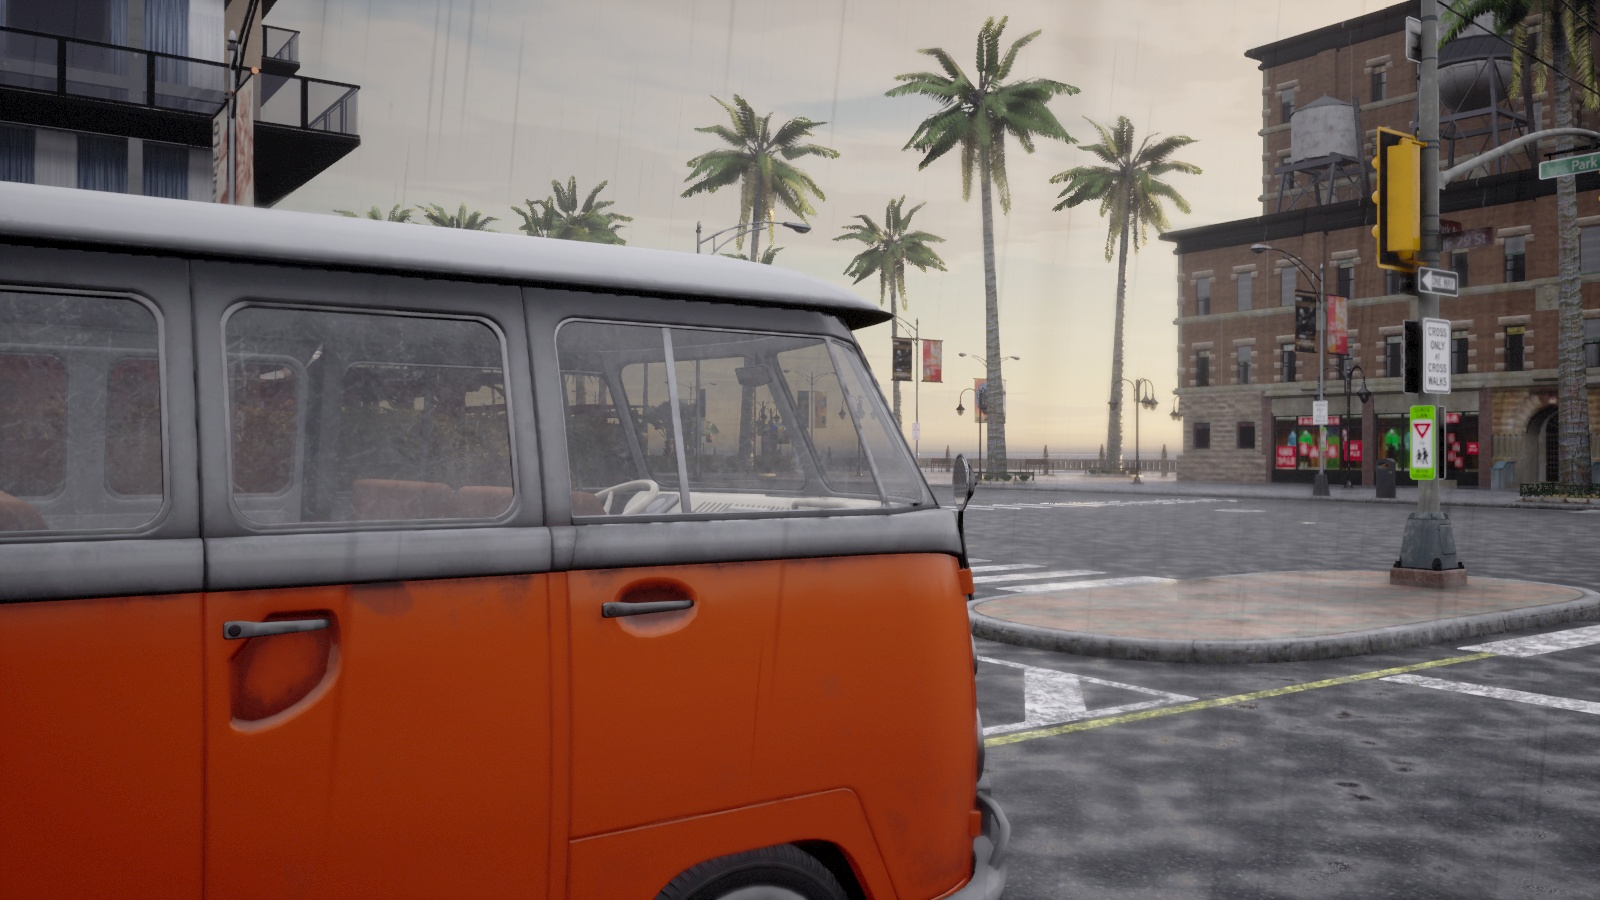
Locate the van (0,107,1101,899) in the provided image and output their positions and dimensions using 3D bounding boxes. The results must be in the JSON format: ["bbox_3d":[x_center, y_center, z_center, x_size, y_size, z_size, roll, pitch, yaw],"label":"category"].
[{"bbox_3d":[-1.588,0.507,2.554,4.442,1.987,1.775,0,0,-35],"label":"van"}]
